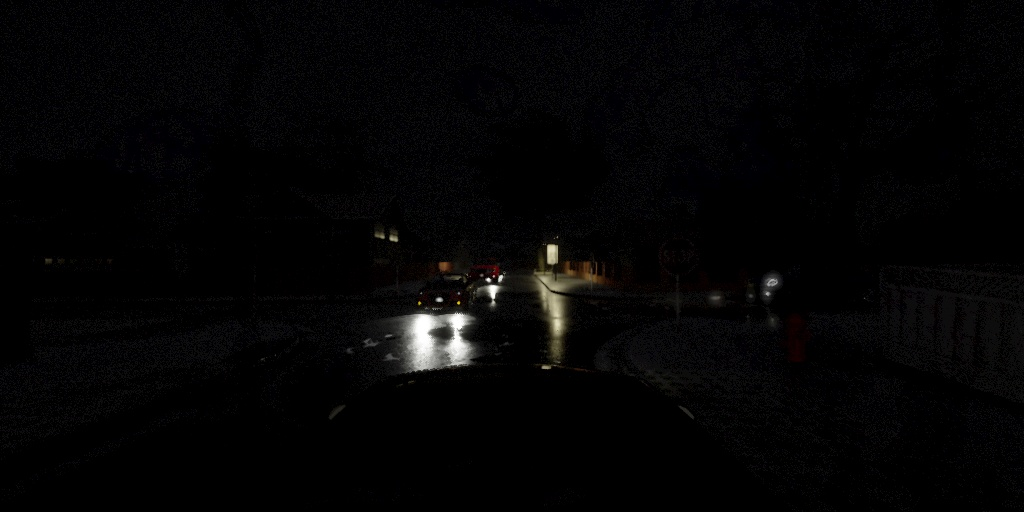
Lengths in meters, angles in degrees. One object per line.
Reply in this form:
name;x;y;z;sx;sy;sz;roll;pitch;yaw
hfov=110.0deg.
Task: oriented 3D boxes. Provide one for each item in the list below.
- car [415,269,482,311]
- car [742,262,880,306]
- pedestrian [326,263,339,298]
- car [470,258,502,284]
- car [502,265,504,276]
car;-2.593;1.413;14.918;1.994;1.385;4.181;-1;-1;1
car;12.169;1.059;14.856;4.553;1.767;2.097;-1;-2;2
pedestrian;-9.322;1.236;18.517;0.375;1.860;0.375;0;-1;2
car;-2.250;1.181;30.180;2.150;2.045;5.566;0;-1;1
car;-2.047;1.676;43.691;1.994;1.385;4.181;0;-1;0
